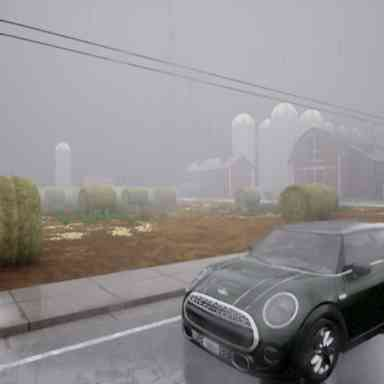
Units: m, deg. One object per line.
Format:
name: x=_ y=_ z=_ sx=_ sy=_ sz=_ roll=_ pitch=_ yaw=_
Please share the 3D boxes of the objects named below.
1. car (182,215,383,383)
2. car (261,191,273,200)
car: x=2.042 y=1.325 z=5.513 sx=4.553 sy=1.767 sz=2.097 roll=0 pitch=0 yaw=-36
car: x=15.785 y=0.803 z=72.829 sx=3.866 sy=1.878 sz=1.905 roll=-2 pitch=6 yaw=10
